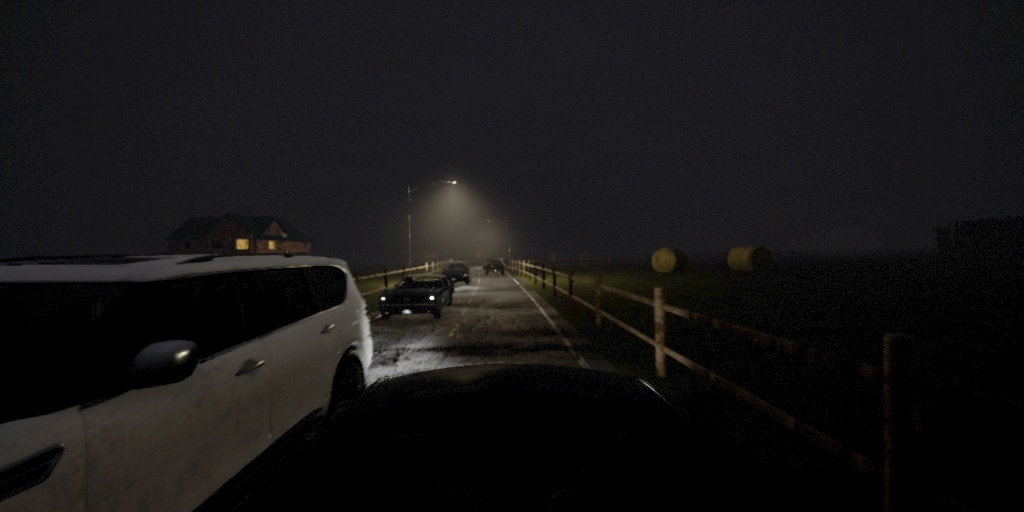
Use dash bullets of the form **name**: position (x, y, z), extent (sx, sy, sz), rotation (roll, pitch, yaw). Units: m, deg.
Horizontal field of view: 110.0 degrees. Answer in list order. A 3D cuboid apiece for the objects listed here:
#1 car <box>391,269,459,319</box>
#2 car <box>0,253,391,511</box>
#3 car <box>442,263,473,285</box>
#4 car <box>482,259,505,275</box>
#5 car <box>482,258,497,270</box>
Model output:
- **car**: position (-3.206, 1.335, 12.827), extent (1.895, 1.301, 4.718), rotation (-1, 0, -3)
- **car**: position (-2.870, 1.001, 2.592), extent (2.150, 2.045, 5.566), rotation (-1, 0, -2)
- **car**: position (-3.868, 1.207, 25.373), extent (1.812, 1.442, 4.674), rotation (-1, 0, -3)
- **car**: position (-1.797, 1.116, 36.493), extent (1.837, 1.490, 4.892), rotation (-1, 1, -5)
- **car**: position (-3.116, 1.092, 49.671), extent (1.837, 1.490, 4.892), rotation (-1, 1, -6)
